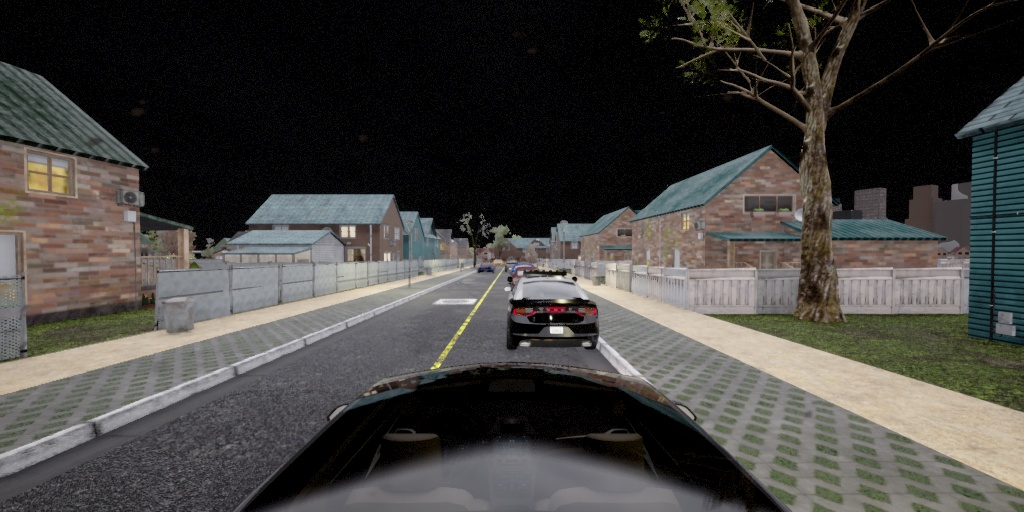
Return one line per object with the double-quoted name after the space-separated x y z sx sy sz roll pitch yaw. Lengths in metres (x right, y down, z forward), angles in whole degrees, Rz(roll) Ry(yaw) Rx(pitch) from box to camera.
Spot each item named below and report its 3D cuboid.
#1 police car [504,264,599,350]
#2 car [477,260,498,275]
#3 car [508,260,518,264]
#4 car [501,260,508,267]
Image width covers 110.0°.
0.826 1.175 9.238 1.930 1.638 5.238 0 0 0 "police car"
-2.854 1.392 40.258 1.895 1.301 4.718 0 0 0 "car"
0.823 1.242 25.132 1.882 1.535 5.008 0 0 0 "car"
0.031 1.302 47.617 2.128 1.511 4.902 0 0 0 "car"
